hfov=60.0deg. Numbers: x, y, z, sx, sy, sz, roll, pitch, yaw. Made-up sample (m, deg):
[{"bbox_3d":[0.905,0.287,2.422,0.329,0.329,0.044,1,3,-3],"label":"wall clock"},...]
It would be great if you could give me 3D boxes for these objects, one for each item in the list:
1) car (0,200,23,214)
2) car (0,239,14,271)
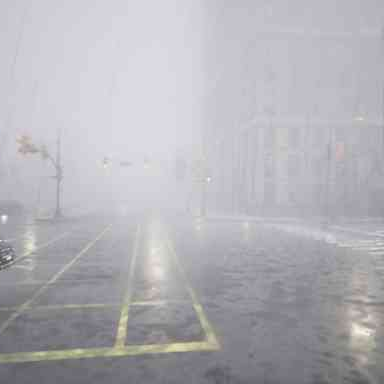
[{"bbox_3d":[-20.772,1.652,37.485,1.882,1.535,5.008,0,0,-6],"label":"car"},{"bbox_3d":[-7.384,1.528,8.736,4.892,1.490,1.837,1,0,-8],"label":"car"}]
